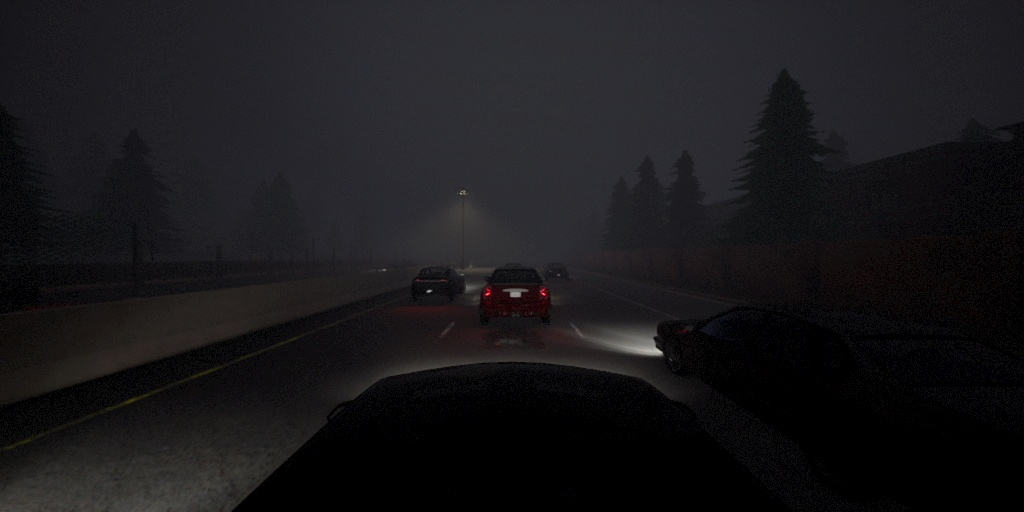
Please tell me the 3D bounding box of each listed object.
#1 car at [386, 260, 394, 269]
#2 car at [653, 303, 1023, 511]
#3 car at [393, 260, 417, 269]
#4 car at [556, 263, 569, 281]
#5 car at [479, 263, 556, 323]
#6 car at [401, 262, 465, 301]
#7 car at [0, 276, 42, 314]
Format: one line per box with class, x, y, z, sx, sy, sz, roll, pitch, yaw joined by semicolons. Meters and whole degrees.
car;-17.624;1.310;54.766;1.994;1.385;4.181;0;0;0
car;3.599;1.298;4.371;2.033;1.411;5.357;0;0;0
car;-13.976;1.294;48.765;2.033;1.411;5.357;0;0;-2
car;3.584;1.274;29.922;1.812;1.442;4.674;0;0;0
car;0.100;1.101;12.190;2.097;1.767;4.553;0;0;0
car;-3.401;1.240;17.152;2.128;1.511;4.902;0;0;0
car;-17.600;1.240;10.553;2.128;1.511;4.902;0;0;0
